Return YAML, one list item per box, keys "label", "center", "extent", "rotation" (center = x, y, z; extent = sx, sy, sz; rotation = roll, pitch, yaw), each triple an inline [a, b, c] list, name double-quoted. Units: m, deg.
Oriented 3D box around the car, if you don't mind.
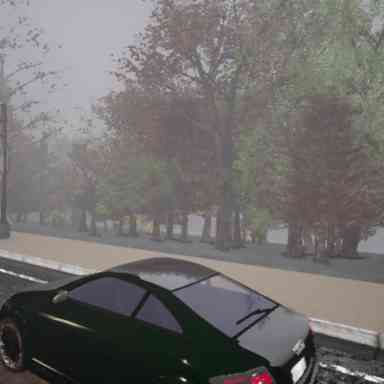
- label: "car"
  center: [-0.657, 1.561, 4.174]
  extent: [4.181, 1.385, 1.994]
  rotation: [0, 0, 36]
